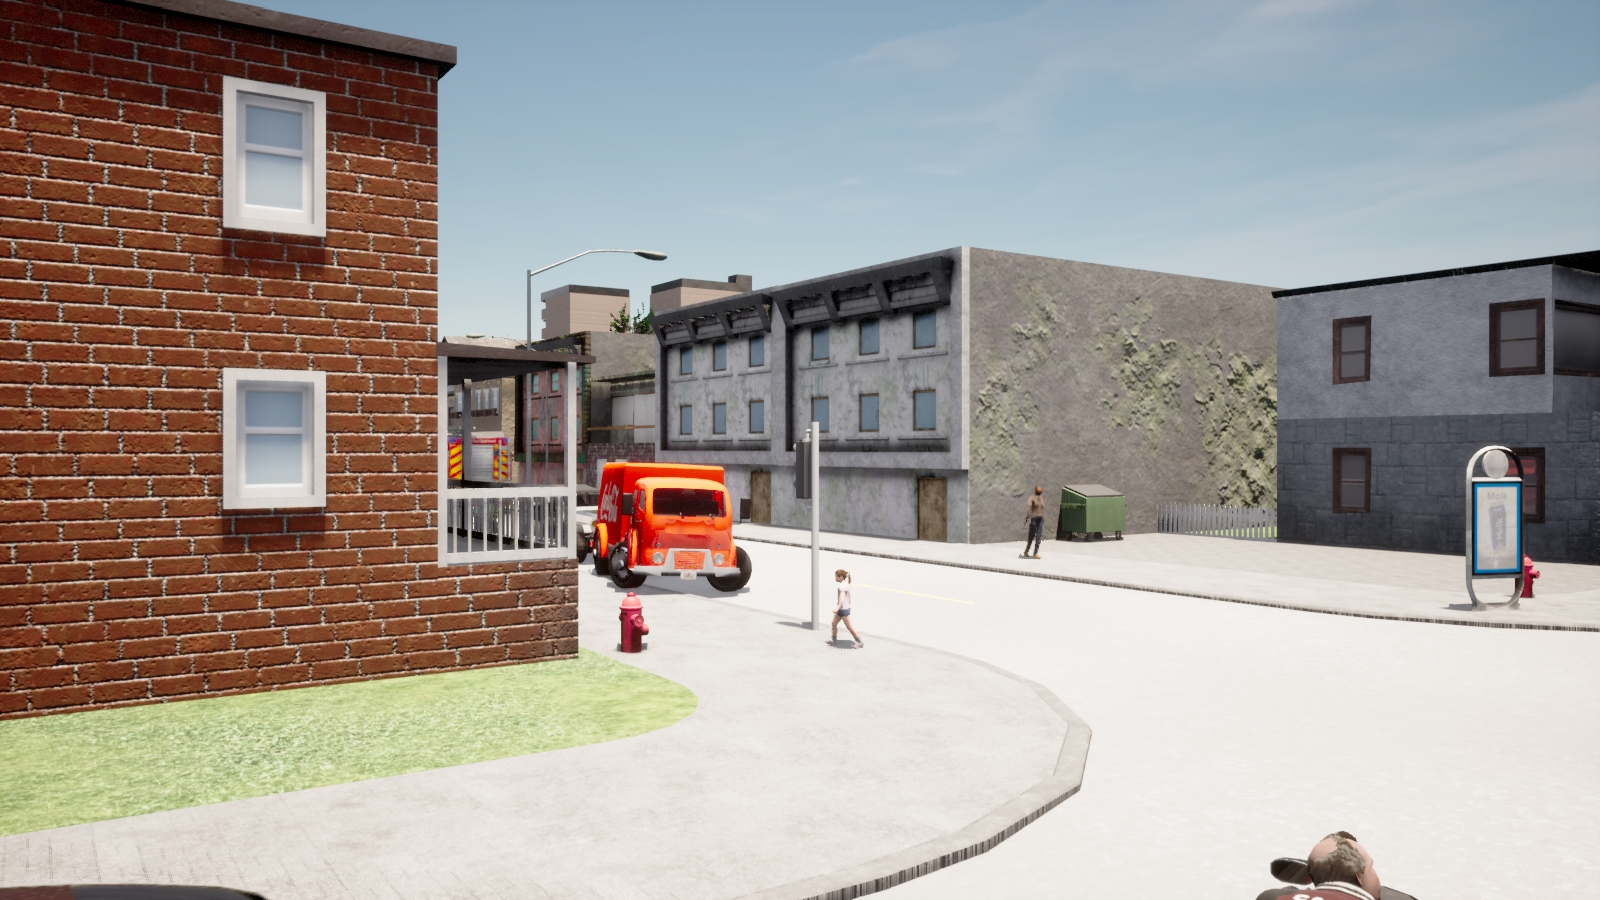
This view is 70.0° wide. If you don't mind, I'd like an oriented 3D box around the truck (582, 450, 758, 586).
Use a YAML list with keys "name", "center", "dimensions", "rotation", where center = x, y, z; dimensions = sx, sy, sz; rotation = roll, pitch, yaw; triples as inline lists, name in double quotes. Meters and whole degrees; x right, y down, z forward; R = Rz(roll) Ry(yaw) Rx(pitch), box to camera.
- name: "truck"
  center: [-2.868, 1.294, 23.855]
  dimensions: [2.627, 2.467, 5.204]
  rotation: [3, -1, -17]

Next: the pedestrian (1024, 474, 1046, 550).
- name: "pedestrian"
  center: [5.790, 1.525, 28.194]
  dimensions: [0.375, 1.860, 0.375]
  rotation: [0, 0, -25]

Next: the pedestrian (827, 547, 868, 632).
- name: "pedestrian"
  center: [0.655, 1.897, 15.632]
  dimensions: [0.500, 1.100, 0.500]
  rotation: [0, 0, 11]

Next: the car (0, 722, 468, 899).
- name: "car"
  center: [-2.855, 1.804, 2.529]
  dimensions: [3.705, 1.549, 1.789]
  rotation: [0, 0, -34]

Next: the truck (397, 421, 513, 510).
- name: "truck"
  center: [-16.193, 0.670, 53.179]
  dimensions: [2.891, 3.827, 8.468]
  rotation: [0, 0, -33]
